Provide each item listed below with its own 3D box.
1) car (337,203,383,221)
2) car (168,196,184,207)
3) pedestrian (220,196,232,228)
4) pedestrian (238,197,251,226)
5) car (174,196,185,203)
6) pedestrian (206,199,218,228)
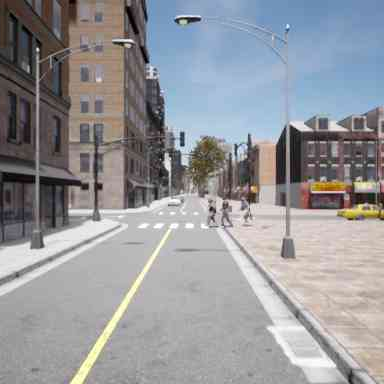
[{"bbox_3d":[13.987,1.572,26.098,4.829,1.417,1.752,0,-1,0],"label":"car"},{"bbox_3d":[-2.649,1.450,51.202,1.812,1.442,4.674,0,0,0],"label":"car"},{"bbox_3d":[1.960,1.121,19.367,0.375,1.860,0.375,0,0,0],"label":"pedestrian"},{"bbox_3d":[3.145,1.124,19.964,0.375,1.860,0.375,0,0,0],"label":"pedestrian"},{"bbox_3d":[-2.515,1.447,66.823,2.033,1.411,5.357,0,0,1],"label":"car"},{"bbox_3d":[1.224,1.276,20.570,0.375,1.860,0.375,0,0,0],"label":"pedestrian"}]
